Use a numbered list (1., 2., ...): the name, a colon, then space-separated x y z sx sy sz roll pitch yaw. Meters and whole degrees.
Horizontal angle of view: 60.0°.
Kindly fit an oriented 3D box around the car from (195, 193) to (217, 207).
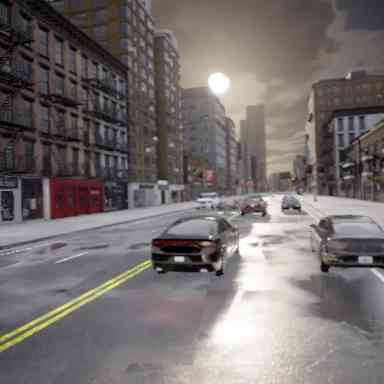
1. car: 2.004 1.156 42.039 2.150 2.045 5.566 -2 0 15

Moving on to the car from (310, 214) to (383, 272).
1. car: 4.622 1.391 9.944 1.812 1.442 4.674 -2 0 15

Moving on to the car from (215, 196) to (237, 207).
1. car: 4.228 1.397 37.828 1.812 1.442 4.674 -2 0 15

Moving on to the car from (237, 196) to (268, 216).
1. car: 5.714 1.181 30.218 2.097 1.767 4.553 -2 0 15

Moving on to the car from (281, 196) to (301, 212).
1. car: 9.909 1.306 33.427 1.895 1.301 4.718 -2 0 16

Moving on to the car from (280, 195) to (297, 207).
1. car: 12.701 1.167 43.808 2.033 1.411 5.357 -2 0 15

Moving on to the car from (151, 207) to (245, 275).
1. car: 0.335 1.469 10.522 1.882 1.535 5.008 -2 0 15
